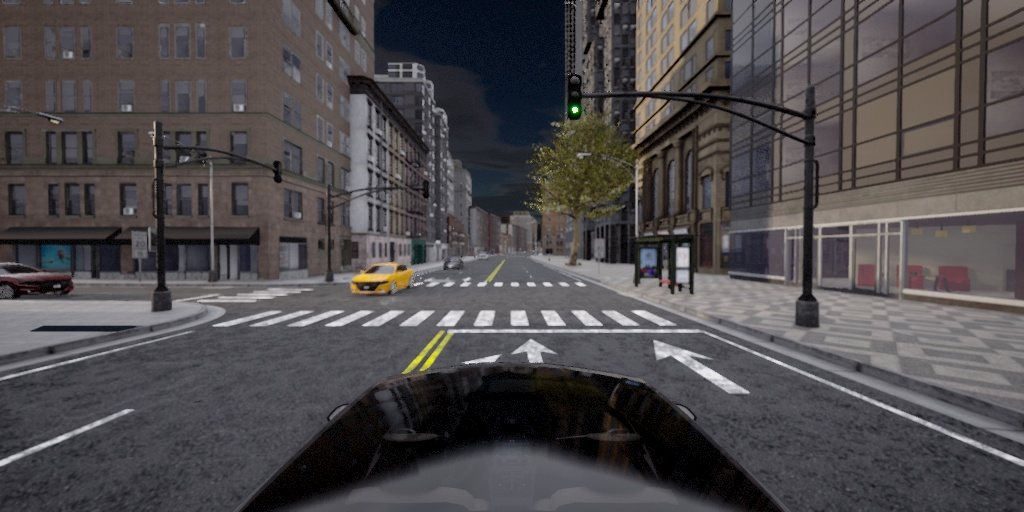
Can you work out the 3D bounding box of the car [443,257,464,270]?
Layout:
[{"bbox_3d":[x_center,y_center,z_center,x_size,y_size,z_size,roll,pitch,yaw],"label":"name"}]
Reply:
[{"bbox_3d":[-6.607,0.864,40.892,2.128,1.511,4.902,0,2,0],"label":"car"}]

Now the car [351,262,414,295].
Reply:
[{"bbox_3d":[-6.542,1.105,18.600,1.882,1.535,5.008,0,1,0],"label":"car"}]

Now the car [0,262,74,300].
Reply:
[{"bbox_3d":[-21.996,1.017,15.368,5.008,1.535,1.882,0,1,0],"label":"car"}]
